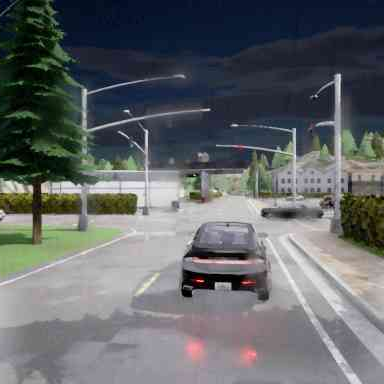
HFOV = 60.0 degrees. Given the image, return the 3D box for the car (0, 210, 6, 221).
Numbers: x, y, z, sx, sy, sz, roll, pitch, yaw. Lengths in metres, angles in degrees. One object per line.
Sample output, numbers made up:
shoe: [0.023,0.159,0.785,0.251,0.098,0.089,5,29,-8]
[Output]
car: [-16.558,1.526,25.230,4.674,1.442,1.812,0,0,8]

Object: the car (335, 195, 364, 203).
car: [29.393,1.298,62.291,4.514,1.523,2.007,0,0,8]

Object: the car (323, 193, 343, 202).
car: [18.710,1.330,41.740,5.027,1.636,2.152,0,0,8]

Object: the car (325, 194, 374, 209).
car: [18.325,1.340,38.627,4.514,1.523,2.007,0,0,8]

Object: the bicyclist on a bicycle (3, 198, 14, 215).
bicyclist on a bicycle: [-17.932,1.453,32.567,0.582,1.620,1.656,0,0,7]

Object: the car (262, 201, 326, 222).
car: [7.835,1.601,26.362,4.718,1.301,1.895,0,0,17]

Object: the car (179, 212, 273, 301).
car: [0.893,1.492,8.427,2.128,1.511,4.902,0,0,8]

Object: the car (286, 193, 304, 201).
car: [23.431,1.361,75.671,3.806,1.475,1.970,0,0,8]

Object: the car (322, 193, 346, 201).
car: [31.833,1.097,74.527,4.605,1.855,1.932,0,0,8]

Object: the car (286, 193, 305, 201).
car: [24.500,1.077,78.878,3.866,1.878,1.905,0,0,8]
